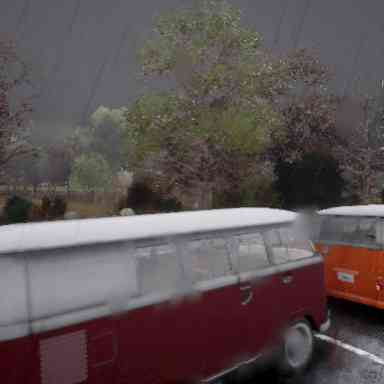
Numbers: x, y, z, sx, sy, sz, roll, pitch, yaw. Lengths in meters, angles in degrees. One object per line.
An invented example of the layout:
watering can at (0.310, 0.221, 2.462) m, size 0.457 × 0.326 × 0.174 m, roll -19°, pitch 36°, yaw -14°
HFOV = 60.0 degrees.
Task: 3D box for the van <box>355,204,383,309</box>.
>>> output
van at (4.583, 1.220, 7.059) m, size 4.442 × 1.987 × 1.878 m, roll -1°, pitch -1°, yaw -31°

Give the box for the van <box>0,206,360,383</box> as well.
van at (-0.105, 1.238, 4.005) m, size 4.442 × 1.987 × 1.878 m, roll -1°, pitch -1°, yaw -37°
